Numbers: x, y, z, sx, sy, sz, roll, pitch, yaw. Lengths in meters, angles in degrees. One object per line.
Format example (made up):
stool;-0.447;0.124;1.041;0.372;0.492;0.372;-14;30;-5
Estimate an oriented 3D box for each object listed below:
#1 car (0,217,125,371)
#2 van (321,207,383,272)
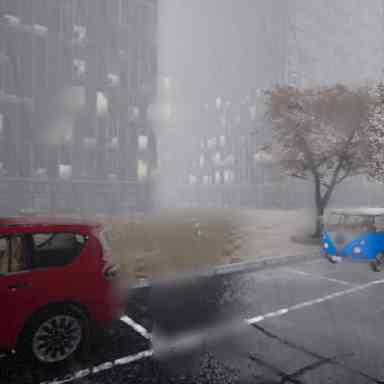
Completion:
car;-3.326;1.311;4.178;5.009;1.841;2.192;0;0;-36
van;5.862;1.398;10.743;3.998;1.788;1.690;0;0;-36
